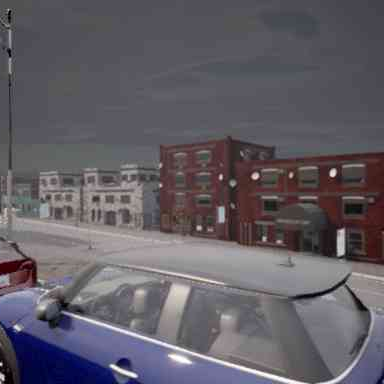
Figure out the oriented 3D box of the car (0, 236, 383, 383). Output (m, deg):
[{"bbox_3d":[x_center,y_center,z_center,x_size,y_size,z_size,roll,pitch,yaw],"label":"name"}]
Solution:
[{"bbox_3d":[-0.361,1.356,3.526,4.553,1.767,2.185,0,0,36],"label":"car"}]
